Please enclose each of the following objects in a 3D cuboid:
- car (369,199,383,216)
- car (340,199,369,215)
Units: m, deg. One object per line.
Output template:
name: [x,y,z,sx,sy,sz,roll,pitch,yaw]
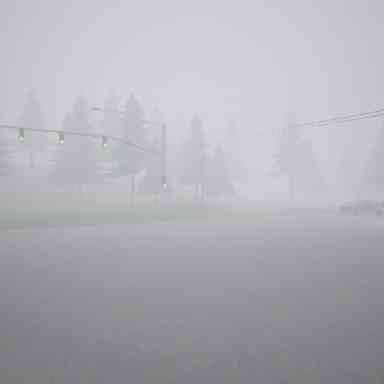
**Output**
car: [19.485,1.219,31.210,5.566,2.045,2.150,0,0,-32]
car: [17.131,1.476,33.871,5.008,1.535,1.882,0,0,-32]
